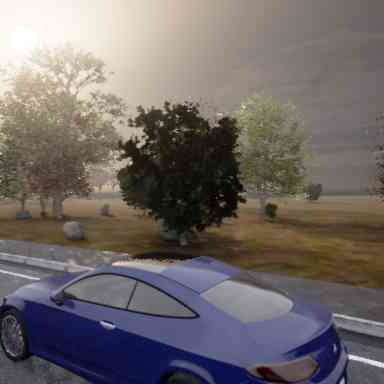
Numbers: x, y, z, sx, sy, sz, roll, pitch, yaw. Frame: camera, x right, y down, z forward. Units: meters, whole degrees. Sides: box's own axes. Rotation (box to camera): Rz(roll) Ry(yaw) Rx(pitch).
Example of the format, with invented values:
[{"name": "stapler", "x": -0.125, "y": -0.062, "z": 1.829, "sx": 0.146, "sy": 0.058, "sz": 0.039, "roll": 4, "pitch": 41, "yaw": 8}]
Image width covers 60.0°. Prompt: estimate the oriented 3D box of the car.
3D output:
[{"name": "car", "x": -0.588, "y": 1.520, "z": 4.243, "sx": 4.674, "sy": 1.442, "sz": 1.812, "roll": 0, "pitch": 0, "yaw": 35}]
